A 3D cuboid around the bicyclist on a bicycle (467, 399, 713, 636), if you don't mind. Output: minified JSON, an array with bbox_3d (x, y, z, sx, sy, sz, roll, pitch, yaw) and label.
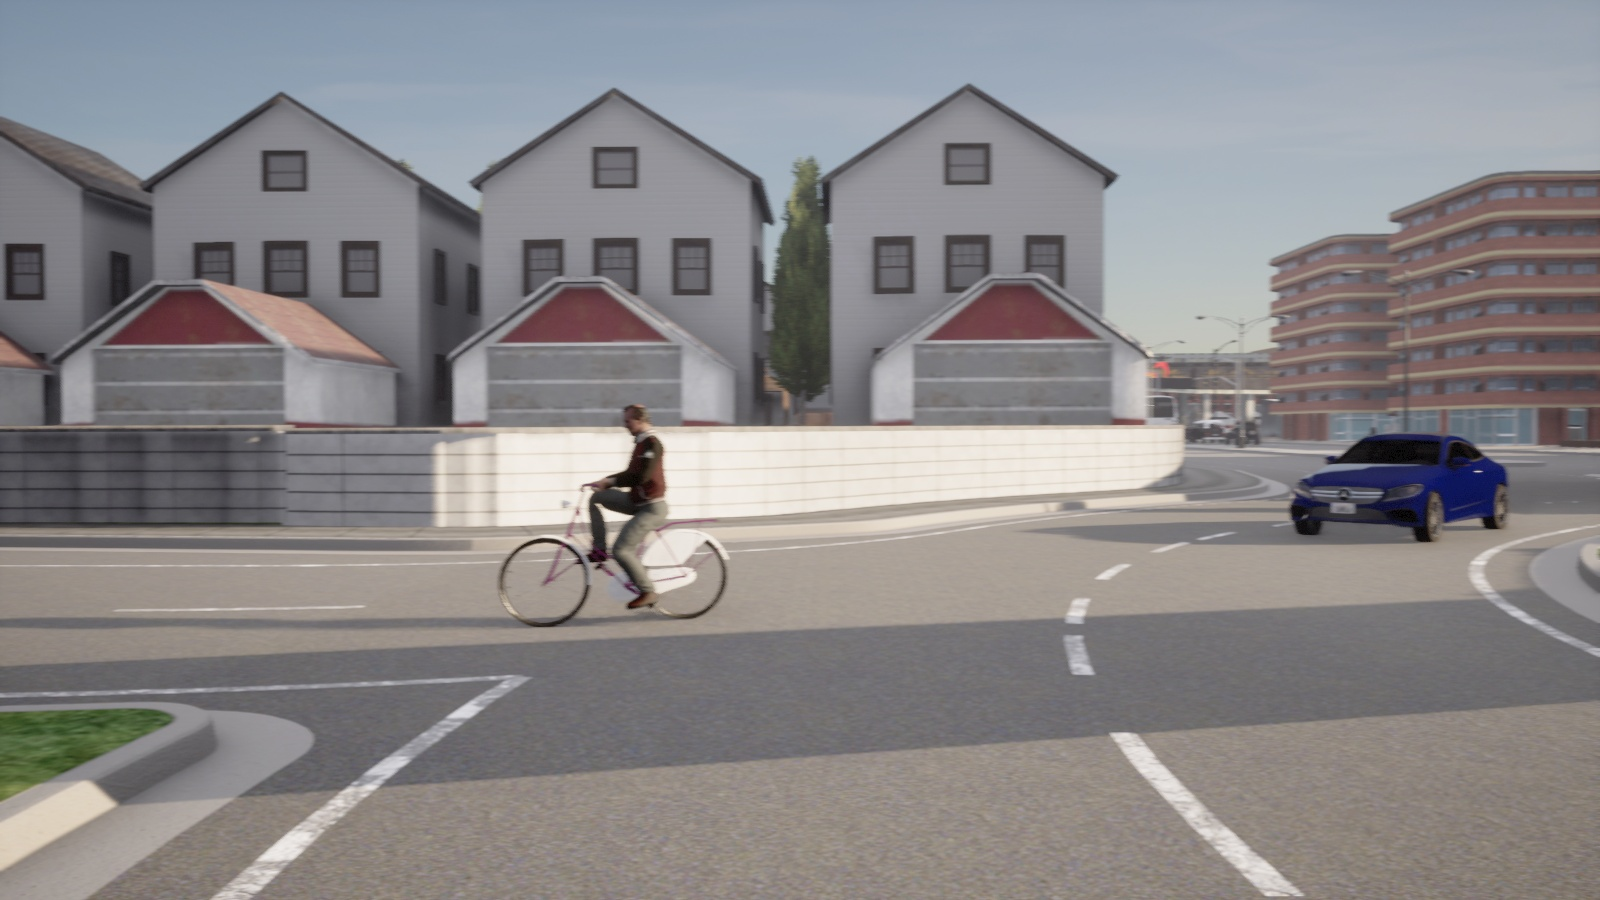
[{"bbox_3d":[-1.673,0.505,10.003,1.843,1.776,0.659,0,0,-19],"label":"bicyclist on a bicycle"}]

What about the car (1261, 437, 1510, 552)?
[{"bbox_3d":[8.663,0.546,18.360,1.812,1.442,4.674,1,1,45],"label":"car"}]
